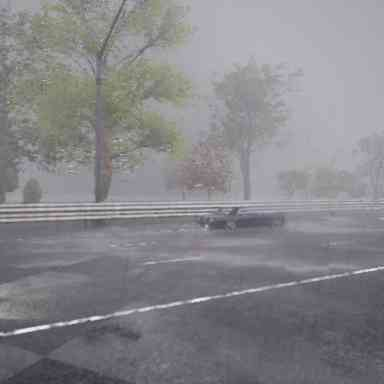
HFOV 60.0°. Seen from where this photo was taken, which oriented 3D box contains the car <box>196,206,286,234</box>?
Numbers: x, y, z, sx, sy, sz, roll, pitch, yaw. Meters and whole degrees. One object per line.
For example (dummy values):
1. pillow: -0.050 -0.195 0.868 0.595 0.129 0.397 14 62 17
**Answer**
1. car: 2.667 1.405 17.582 4.718 1.301 1.895 0 0 -28
